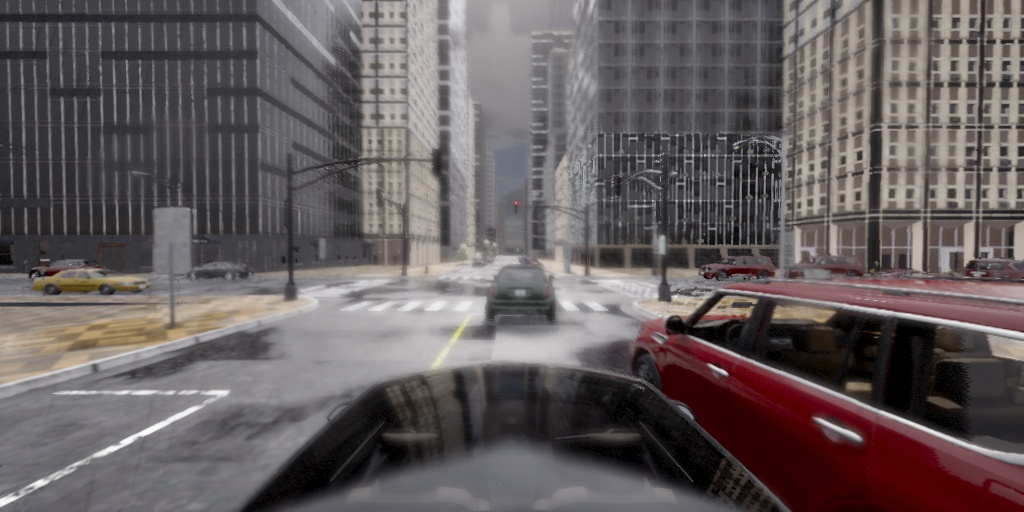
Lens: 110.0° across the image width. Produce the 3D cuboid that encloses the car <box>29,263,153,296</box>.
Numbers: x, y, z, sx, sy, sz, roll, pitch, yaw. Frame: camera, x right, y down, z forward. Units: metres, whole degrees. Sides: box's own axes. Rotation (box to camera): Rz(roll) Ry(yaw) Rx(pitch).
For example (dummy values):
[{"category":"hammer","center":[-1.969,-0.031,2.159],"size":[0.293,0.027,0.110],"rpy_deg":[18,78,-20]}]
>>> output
[{"category":"car","center":[-21.253,1.236,18.287],"size":[4.829,1.417,1.751],"rpy_deg":[0,0,0]}]

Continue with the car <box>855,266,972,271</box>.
[{"category":"car","center":[20.188,1.350,18.365],"size":[4.207,1.307,1.802],"rpy_deg":[0,0,0]}]

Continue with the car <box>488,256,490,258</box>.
[{"category":"car","center":[-5.291,1.069,62.713],"size":[1.802,1.307,4.207],"rpy_deg":[0,0,0]}]

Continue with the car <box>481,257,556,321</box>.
[{"category":"car","center":[0.403,1.058,12.406],"size":[2.097,1.767,4.553],"rpy_deg":[0,0,4]}]

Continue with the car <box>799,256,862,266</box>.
[{"category":"car","center":[22.903,0.933,26.508],"size":[5.009,1.841,2.192],"rpy_deg":[0,0,0]}]

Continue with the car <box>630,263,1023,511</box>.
[{"category":"car","center":[2.565,1.061,2.703],"size":[2.192,1.841,5.009],"rpy_deg":[0,0,0]}]

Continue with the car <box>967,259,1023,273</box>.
[{"category":"car","center":[26.226,1.091,18.377],"size":[5.009,1.841,2.192],"rpy_deg":[0,0,0]}]

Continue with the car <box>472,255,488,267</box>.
[{"category":"car","center":[-5.293,0.951,57.188],"size":[1.967,1.591,4.097],"rpy_deg":[0,0,0]}]

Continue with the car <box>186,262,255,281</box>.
[{"category":"car","center":[-21.439,1.108,26.424],"size":[4.403,1.370,2.007],"rpy_deg":[0,0,0]}]

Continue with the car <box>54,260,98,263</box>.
[{"category":"car","center":[-32.555,0.982,26.332],"size":[4.097,1.591,1.967],"rpy_deg":[0,0,0]}]

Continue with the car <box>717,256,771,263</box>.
[{"category":"car","center":[16.572,0.925,26.496],"size":[5.009,1.841,2.192],"rpy_deg":[0,0,0]}]
